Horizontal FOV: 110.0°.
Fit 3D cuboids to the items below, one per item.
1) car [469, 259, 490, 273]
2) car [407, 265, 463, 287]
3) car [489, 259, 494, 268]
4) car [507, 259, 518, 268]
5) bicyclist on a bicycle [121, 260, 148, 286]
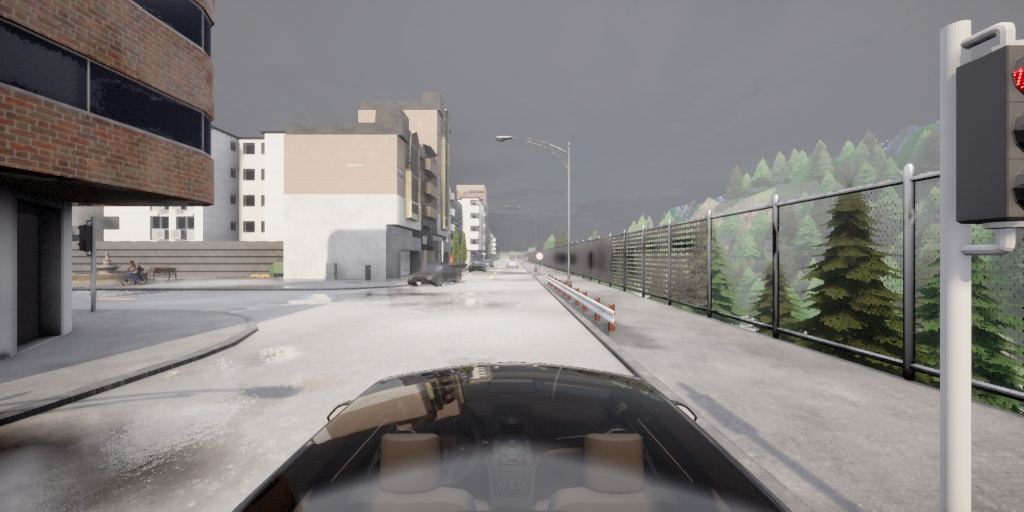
[{"bbox_3d":[-4.100,1.351,43.207,1.895,1.301,4.718,0,0,0],"label":"car"},{"bbox_3d":[-5.105,1.297,24.752,2.033,1.411,5.357,0,0,14],"label":"car"},{"bbox_3d":[-4.074,1.242,59.889,2.128,1.511,4.902,0,0,0],"label":"car"},{"bbox_3d":[0.081,1.275,61.900,1.812,1.442,4.674,0,0,0],"label":"car"},{"bbox_3d":[-24.284,1.099,23.067,0.582,1.620,1.656,0,0,0],"label":"bicyclist on a bicycle"}]
